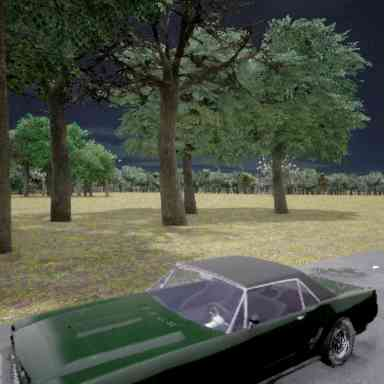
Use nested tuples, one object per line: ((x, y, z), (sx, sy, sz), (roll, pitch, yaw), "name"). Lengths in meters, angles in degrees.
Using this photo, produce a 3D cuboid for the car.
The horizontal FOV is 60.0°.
((0.289, 1.600, 4.196), (4.718, 1.301, 1.895), (0, 0, -35), "car")
